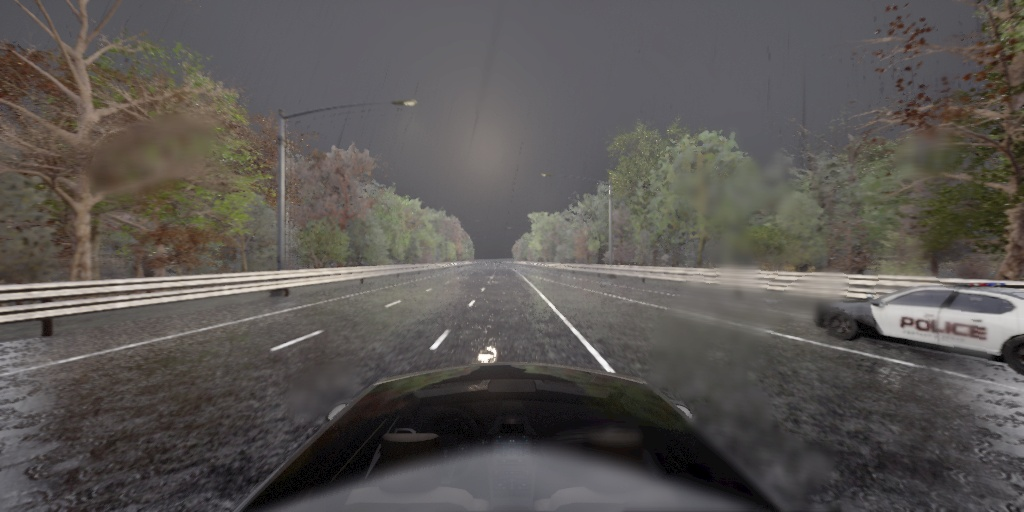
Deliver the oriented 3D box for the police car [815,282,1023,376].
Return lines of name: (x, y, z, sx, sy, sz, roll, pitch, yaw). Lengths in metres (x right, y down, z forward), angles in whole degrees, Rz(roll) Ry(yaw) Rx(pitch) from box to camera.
police car: (9.308, 1.332, 7.561, 2.038, 1.542, 4.974, 0, -1, -10)
